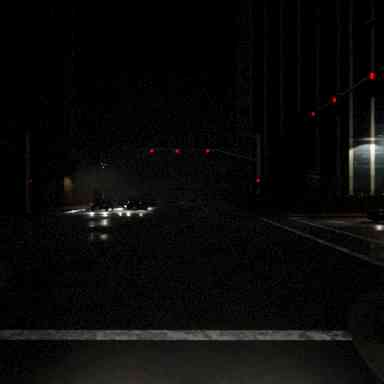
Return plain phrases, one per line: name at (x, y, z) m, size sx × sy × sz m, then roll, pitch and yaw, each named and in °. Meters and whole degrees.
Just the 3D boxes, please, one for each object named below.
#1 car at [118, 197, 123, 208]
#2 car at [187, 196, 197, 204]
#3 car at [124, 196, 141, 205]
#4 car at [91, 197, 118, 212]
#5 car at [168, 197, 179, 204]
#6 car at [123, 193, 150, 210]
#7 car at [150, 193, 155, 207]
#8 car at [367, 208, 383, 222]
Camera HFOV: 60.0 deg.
car at (-10.625, 1.491, 49.116) m, size 2.128 × 1.511 × 4.902 m, roll 0°, pitch 0°, yaw 0°
car at (-0.043, 1.526, 64.911) m, size 1.812 × 1.442 × 4.674 m, roll 0°, pitch 0°, yaw 0°
car at (-10.591, 1.491, 59.299) m, size 2.128 × 1.511 × 4.902 m, roll 0°, pitch 0°, yaw 0°
car at (-10.606, 1.526, 39.847) m, size 1.812 × 1.442 × 4.674 m, roll 0°, pitch 0°, yaw 0°
car at (-3.435, 1.547, 61.403) m, size 2.033 × 1.411 × 5.357 m, roll 0°, pitch 0°, yaw 0°
car at (-7.126, 1.352, 43.355) m, size 2.097 × 1.767 × 4.553 m, roll 0°, pitch 0°, yaw 0°
car at (-7.121, 1.221, 52.856) m, size 2.150 × 2.045 × 5.566 m, roll 0°, pitch 0°, yaw 0°
car at (15.467, 1.478, 24.278) m, size 5.008 × 1.535 × 1.882 m, roll 0°, pitch 0°, yaw -1°
